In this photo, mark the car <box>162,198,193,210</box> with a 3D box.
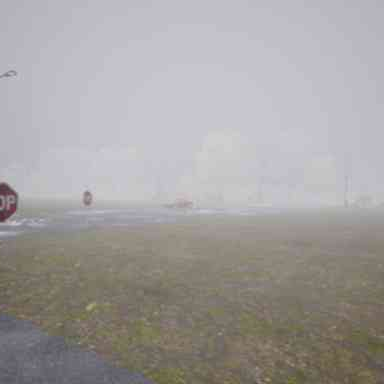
[{"bbox_3d":[-1.794,1.507,42.863,1.882,1.535,5.008,2,2,36],"label":"car"}]
